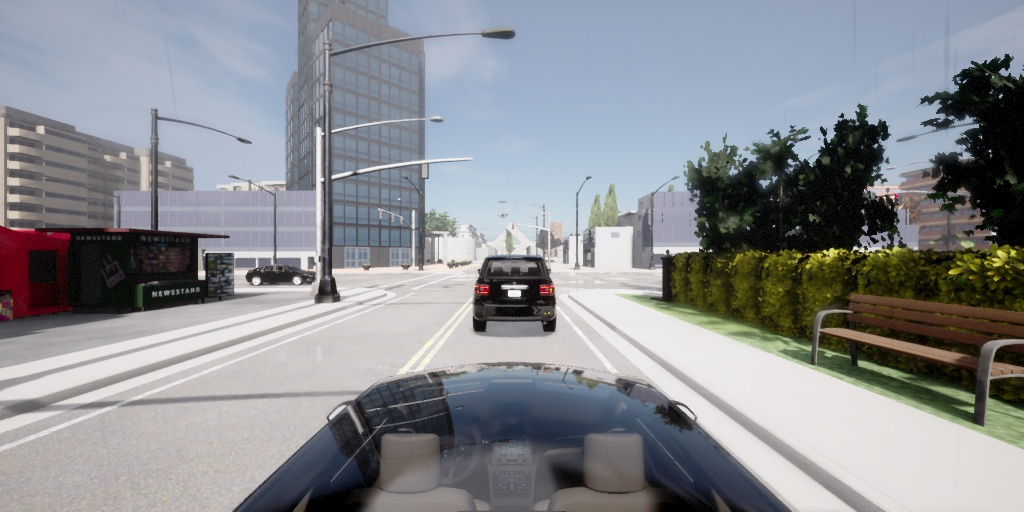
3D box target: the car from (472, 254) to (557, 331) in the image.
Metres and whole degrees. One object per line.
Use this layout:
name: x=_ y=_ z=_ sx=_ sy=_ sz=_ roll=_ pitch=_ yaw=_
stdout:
car: x=0.075 y=0.971 z=11.079 sx=2.150 sy=2.045 sz=5.566 roll=0 pitch=0 yaw=0

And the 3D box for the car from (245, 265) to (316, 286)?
car: x=-16.638 y=1.362 z=26.173 sx=4.892 sy=1.490 sz=1.837 roll=-1 pitch=0 yaw=0
